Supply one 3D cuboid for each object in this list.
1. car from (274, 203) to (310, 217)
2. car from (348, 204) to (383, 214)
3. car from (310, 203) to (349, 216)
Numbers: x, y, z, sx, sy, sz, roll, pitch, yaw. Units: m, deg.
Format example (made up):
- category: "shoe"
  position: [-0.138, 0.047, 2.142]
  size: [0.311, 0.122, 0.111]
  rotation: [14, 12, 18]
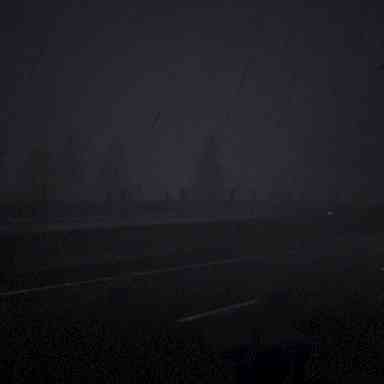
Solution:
- category: "car"
  position: [10.547, 1.817, 33.020]
  size: [5.357, 1.411, 2.033]
  rotation: [1, 0, -36]
- category: "car"
  position: [15.439, 1.806, 27.910]
  size: [4.674, 1.442, 1.812]
  rotation: [1, 0, -36]
- category: "car"
  position: [13.449, 1.785, 30.789]
  size: [4.892, 1.490, 1.837]
  rotation: [1, 0, -35]
